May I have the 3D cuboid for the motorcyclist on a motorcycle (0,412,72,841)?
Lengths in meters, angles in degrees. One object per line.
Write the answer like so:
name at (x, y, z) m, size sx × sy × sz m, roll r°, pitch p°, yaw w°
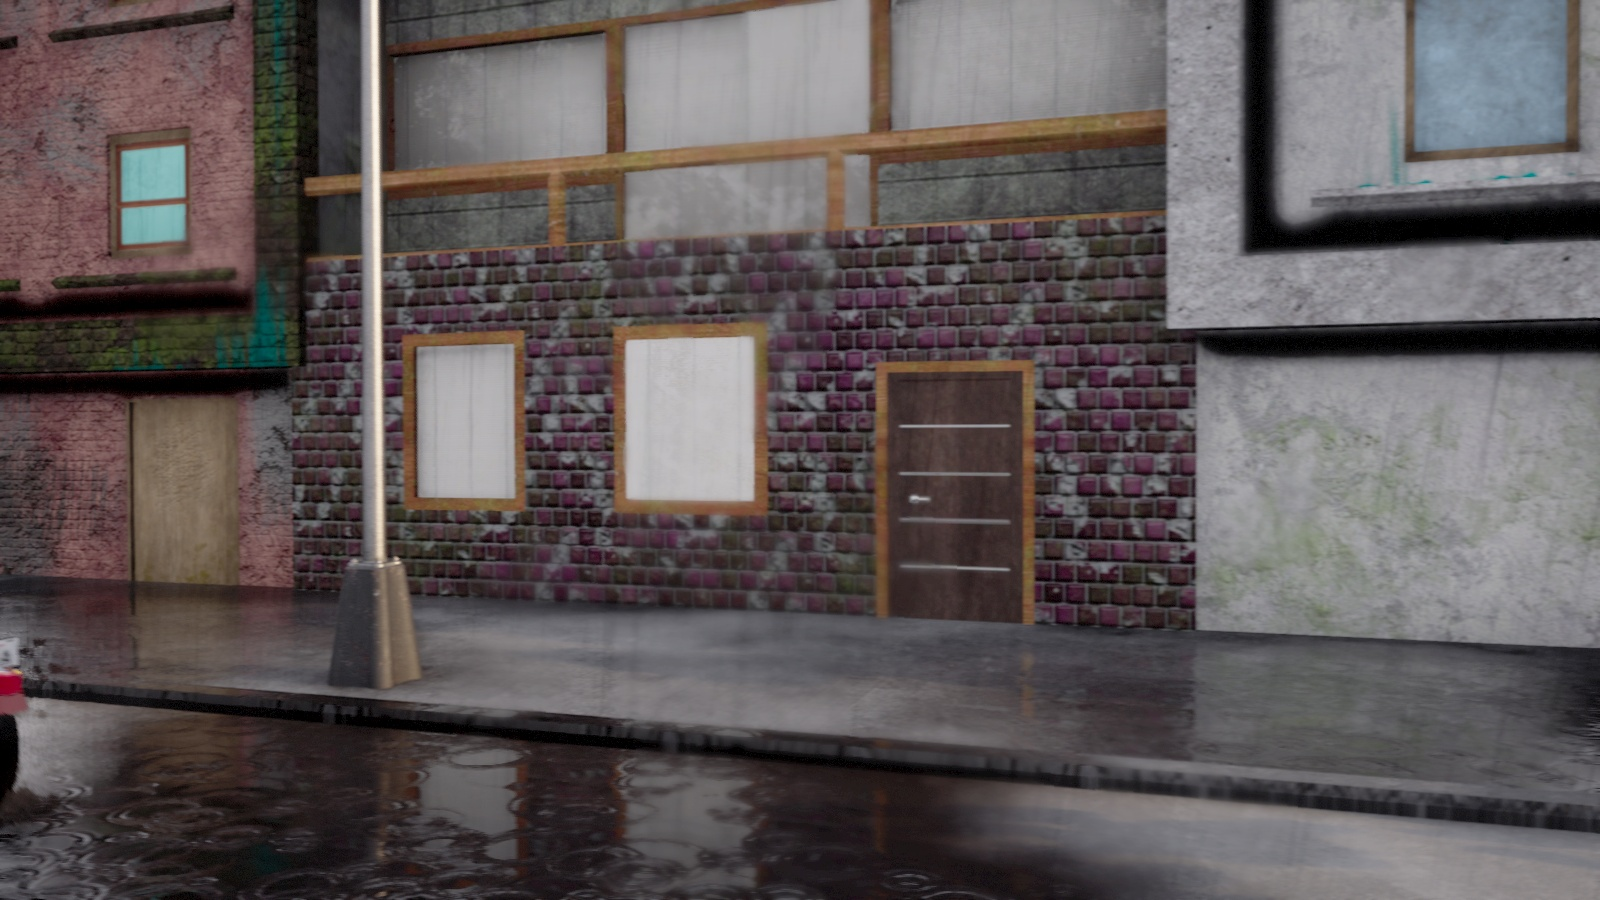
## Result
motorcyclist on a motorcycle at (-4.212, 0.673, 5.136) m, size 2.350 × 1.649 × 0.766 m, roll 0°, pitch 1°, yaw 19°
